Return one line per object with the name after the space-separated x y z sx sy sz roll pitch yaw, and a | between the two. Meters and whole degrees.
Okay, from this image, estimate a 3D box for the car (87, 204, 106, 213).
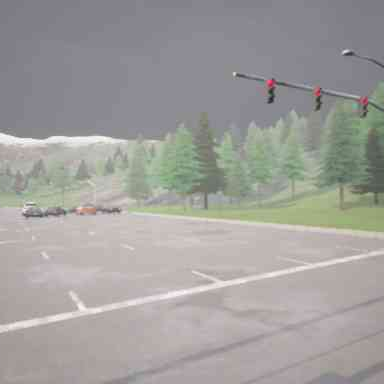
-16.781 2.820 58.433 2.033 1.411 5.357 -1 -1 -29 | car

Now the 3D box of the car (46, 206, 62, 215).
-22.918 3.009 55.069 1.895 1.301 4.718 -1 -1 -29 | car

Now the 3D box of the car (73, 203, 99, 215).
-15.707 2.471 49.251 2.097 1.767 4.553 -1 -1 -29 | car

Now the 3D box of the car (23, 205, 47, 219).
-21.109 2.779 44.546 1.994 1.385 4.181 -1 -1 -29 | car

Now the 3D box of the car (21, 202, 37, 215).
-25.991 2.697 53.380 2.150 2.045 5.566 -1 -1 -29 | car

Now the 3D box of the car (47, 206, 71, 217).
-18.946 2.722 46.284 2.033 1.411 5.357 -2 -1 -5 | car

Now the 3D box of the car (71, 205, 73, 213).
-19.842 2.904 56.738 1.994 1.385 4.181 -1 -1 -29 | car

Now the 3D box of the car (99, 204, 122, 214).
-12.136 2.625 50.043 1.895 1.301 4.718 -1 -1 -29 | car
